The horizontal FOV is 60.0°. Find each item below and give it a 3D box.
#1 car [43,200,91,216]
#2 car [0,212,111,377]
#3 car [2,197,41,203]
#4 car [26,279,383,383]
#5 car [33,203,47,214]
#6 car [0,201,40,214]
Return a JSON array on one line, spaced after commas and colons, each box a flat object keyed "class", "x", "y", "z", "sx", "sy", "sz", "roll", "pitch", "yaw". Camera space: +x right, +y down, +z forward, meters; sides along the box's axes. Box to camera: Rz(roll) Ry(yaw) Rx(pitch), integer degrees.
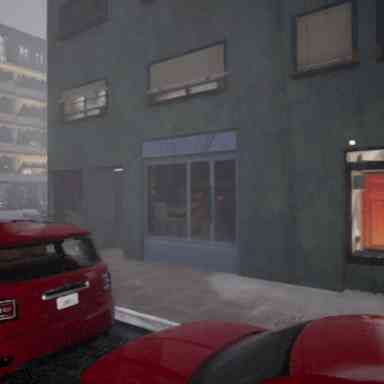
[{"class": "car", "x": -13.080, "y": 1.583, "z": 35.018, "sx": 1.887, "sy": 1.381, "sz": 4.507, "roll": 1, "pitch": 1, "yaw": 35}, {"class": "car", "x": -3.401, "y": 1.389, "z": 5.278, "sx": 5.009, "sy": 1.841, "sz": 2.192, "roll": -1, "pitch": 0, "yaw": 35}, {"class": "car", "x": -16.271, "y": 1.434, "z": 30.448, "sx": 2.192, "sy": 1.841, "sz": 5.009, "roll": 1, "pitch": 1, "yaw": 35}, {"class": "car", "x": 1.111, "y": 1.547, "z": 2.079, "sx": 4.507, "sy": 1.381, "sz": 1.887, "roll": -1, "pitch": 0, "yaw": 35}, {"class": "car", "x": -9.425, "y": 1.640, "z": 25.620, "sx": 1.947, "sy": 1.339, "sz": 4.313, "roll": 1, "pitch": 1, "yaw": 35}, {"class": "car", "x": -15.387, "y": 1.737, "z": 27.205, "sx": 1.895, "sy": 1.301, "sz": 4.718, "roll": 0, "pitch": 1, "yaw": 35}]
